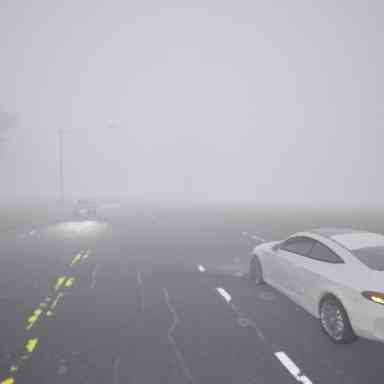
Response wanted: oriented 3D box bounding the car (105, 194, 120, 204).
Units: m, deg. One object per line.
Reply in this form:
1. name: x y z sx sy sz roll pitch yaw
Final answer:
1. car: -12.341 1.049 51.873 2.128 1.511 4.902 -1 1 -5

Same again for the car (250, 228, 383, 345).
1. car: 2.611 1.394 6.136 1.812 1.442 4.674 -1 1 -11

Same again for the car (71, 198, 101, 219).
1. car: -8.541 1.285 27.043 2.128 1.511 4.902 -1 1 -11

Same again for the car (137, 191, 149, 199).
1. car: -10.801 0.766 76.129 2.128 1.511 4.902 -1 1 -11
